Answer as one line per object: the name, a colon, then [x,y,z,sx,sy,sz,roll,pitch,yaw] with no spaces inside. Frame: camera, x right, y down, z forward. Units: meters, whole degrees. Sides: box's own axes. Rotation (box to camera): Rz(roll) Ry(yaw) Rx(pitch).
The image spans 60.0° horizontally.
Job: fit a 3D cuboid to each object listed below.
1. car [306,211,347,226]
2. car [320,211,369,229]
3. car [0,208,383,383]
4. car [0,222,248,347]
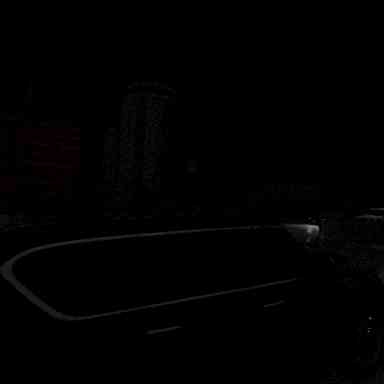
car: [14.539,2.882,35.832,4.674,1.442,1.812,4,-2,-35]
car: [14.489,2.687,31.504,5.008,1.535,1.882,4,-3,-35]
car: [0.049,1.215,3.780,5.566,2.045,2.150,0,0,-35]
car: [-1.464,1.543,7.000,5.357,1.411,2.033,0,0,-35]
